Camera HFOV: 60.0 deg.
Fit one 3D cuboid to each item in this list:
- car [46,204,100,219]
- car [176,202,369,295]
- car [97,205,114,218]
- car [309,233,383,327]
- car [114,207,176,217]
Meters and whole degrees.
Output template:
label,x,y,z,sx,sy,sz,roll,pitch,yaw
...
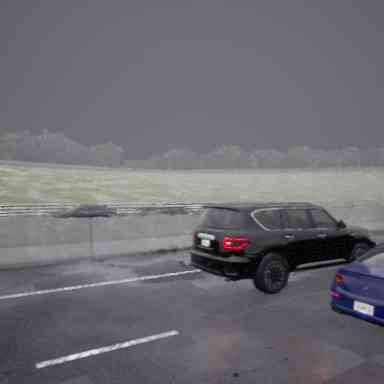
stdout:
label,x,y,z,sx,sy,sz,roll,pitch,yaw
car,-7.656,1.630,23.554,4.892,1.490,1.837,0,0,-31
car,2.598,1.288,9.075,5.566,2.045,2.150,0,0,-31
car,-3.478,1.730,21.996,4.718,1.301,1.895,0,0,-31
car,4.520,1.580,6.145,4.674,1.442,1.812,0,0,-31
car,-1.637,1.622,19.020,4.892,1.490,1.837,0,0,-31
